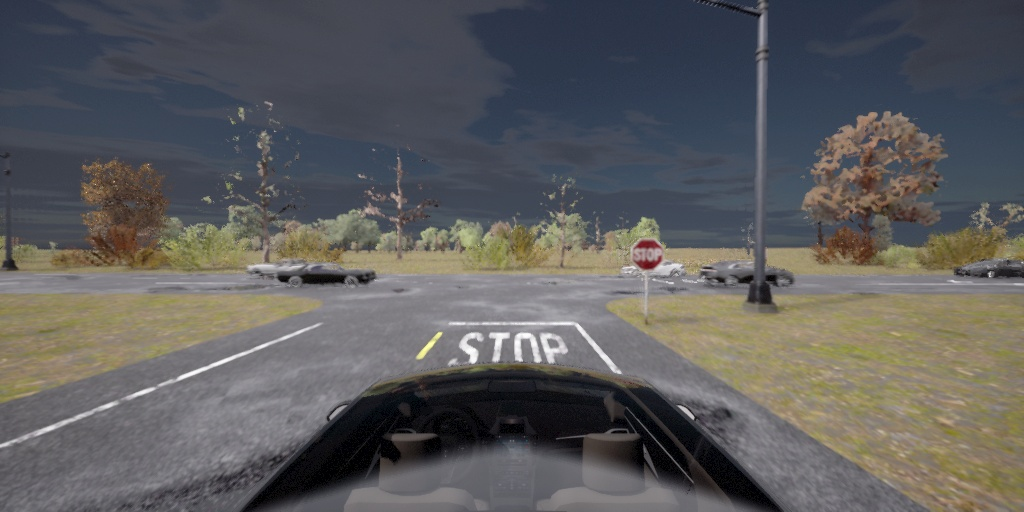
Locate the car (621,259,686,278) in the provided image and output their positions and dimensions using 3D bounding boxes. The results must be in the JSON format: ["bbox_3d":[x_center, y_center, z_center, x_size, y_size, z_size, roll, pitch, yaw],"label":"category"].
[{"bbox_3d":[10.674,0.955,27.190,4.674,1.442,1.812,0,1,-2],"label":"car"}]

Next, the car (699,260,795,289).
[{"bbox_3d":[13.210,1.003,20.253,4.902,1.511,2.128,0,1,-2],"label":"car"}]

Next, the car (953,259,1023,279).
[{"bbox_3d":[37.549,1.016,27.975,4.892,1.490,1.837,-1,1,-2],"label":"car"}]

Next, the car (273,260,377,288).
[{"bbox_3d":[-9.996,1.032,19.668,4.718,1.301,1.895,0,1,-2],"label":"car"}]

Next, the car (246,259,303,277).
[{"bbox_3d":[-16.729,0.875,26.476,4.718,1.301,1.895,0,1,-2],"label":"car"}]
